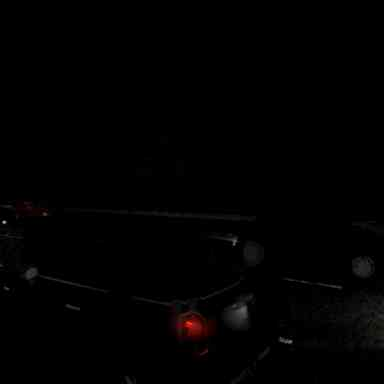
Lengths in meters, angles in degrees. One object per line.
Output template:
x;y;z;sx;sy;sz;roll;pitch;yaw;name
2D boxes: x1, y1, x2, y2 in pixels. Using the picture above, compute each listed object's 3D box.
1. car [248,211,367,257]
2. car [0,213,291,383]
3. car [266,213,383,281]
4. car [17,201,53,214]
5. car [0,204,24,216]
4.638;1.566;13.582;4.181;1.385;1.994;0;0;36;car
-1.198;1.353;4.847;4.553;1.767;2.097;0;0;36;car
3.687;1.479;9.961;5.008;1.535;1.882;0;0;36;car
-12.927;1.483;26.116;5.008;1.535;1.882;0;0;36;car
-13.585;1.606;22.285;4.718;1.301;1.895;0;0;36;car
